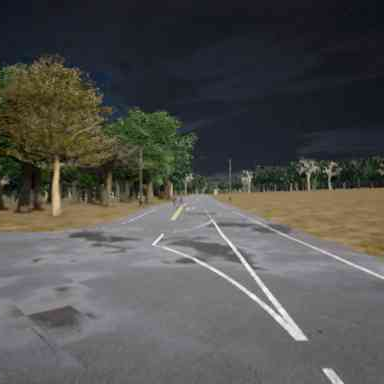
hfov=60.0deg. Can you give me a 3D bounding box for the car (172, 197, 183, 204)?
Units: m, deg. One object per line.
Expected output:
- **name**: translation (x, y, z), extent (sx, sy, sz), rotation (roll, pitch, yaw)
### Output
- **car**: translation (-2.839, 1.718, 66.693), extent (1.812, 1.442, 4.674), rotation (0, 0, 5)
